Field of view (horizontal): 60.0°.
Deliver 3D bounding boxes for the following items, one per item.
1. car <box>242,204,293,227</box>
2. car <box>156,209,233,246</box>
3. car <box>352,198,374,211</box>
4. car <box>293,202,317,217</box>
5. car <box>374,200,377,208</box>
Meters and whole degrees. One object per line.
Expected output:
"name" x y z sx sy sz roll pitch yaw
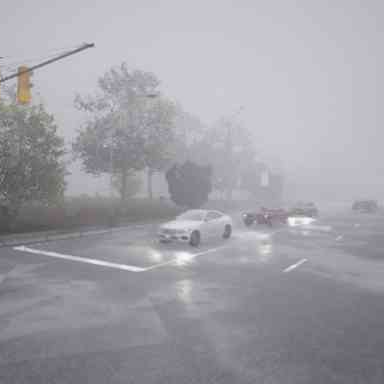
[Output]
"car" 5.233 1.625 23.230 1.895 1.301 4.718 0 0 33
"car" 0.287 1.548 15.638 1.812 1.442 4.674 0 0 34
"car" 21.388 1.608 41.928 1.837 1.490 4.892 0 0 32
"car" 10.550 1.609 31.637 1.994 1.385 4.181 0 0 31
"car" 26.825 1.678 50.455 1.837 1.490 4.892 0 -1 33
